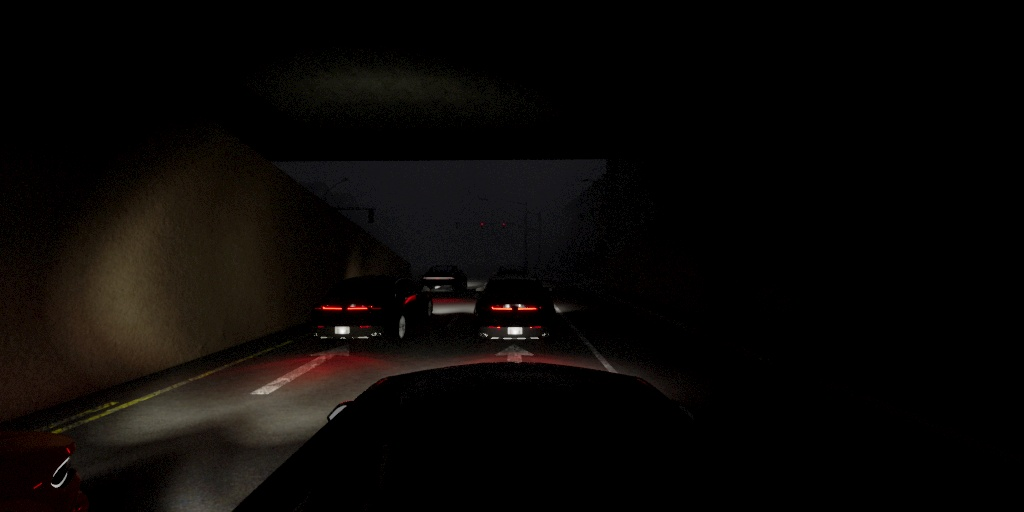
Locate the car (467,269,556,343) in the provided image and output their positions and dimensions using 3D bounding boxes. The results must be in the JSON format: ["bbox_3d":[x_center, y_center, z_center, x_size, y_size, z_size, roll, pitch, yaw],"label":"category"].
[{"bbox_3d":[0.053,1.255,9.620,1.837,1.490,4.892,0,0,0],"label":"car"}]

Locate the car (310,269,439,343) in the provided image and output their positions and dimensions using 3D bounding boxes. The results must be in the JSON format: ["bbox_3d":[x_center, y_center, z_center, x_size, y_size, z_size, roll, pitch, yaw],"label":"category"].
[{"bbox_3d":[-3.448,1.255,9.677,1.837,1.490,4.892,0,0,0],"label":"car"}]

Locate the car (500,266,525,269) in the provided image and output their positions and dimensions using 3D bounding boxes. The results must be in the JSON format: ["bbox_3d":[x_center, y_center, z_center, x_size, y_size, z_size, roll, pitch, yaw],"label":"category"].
[{"bbox_3d":[0.012,1.255,19.030,1.837,1.490,4.892,0,0,0],"label":"car"}]

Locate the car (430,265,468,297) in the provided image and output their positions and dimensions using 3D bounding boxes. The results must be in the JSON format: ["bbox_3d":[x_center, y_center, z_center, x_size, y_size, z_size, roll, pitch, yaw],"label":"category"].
[{"bbox_3d":[-3.484,1.242,18.994,2.128,1.511,4.902,0,0,-1],"label":"car"}]
